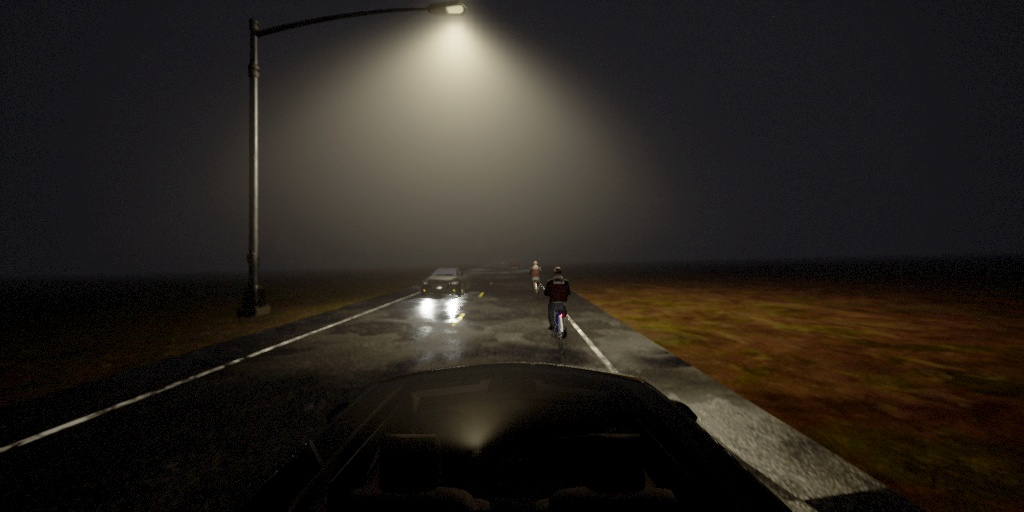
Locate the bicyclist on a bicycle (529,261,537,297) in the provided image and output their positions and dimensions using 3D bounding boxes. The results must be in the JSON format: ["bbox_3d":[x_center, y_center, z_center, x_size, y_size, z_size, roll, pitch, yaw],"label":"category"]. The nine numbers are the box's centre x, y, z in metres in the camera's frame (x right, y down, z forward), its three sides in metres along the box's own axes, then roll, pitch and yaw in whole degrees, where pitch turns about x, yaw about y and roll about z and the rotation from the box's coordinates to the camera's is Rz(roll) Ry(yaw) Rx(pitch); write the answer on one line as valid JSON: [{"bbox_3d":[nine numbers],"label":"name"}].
[{"bbox_3d":[1.107,1.124,17.052,0.659,1.776,1.843,0,0,1],"label":"bicyclist on a bicycle"}]

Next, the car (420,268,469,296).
[{"bbox_3d":[-3.437,1.317,19.026,1.994,1.385,4.181,0,0,1],"label":"car"}]

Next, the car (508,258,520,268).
[{"bbox_3d":[0.425,1.265,61.770,1.882,1.535,5.008,0,0,0],"label":"car"}]

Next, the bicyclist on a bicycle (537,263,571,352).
[{"bbox_3d":[1.012,1.122,8.084,0.659,1.776,1.843,0,0,1],"label":"bicyclist on a bicycle"}]
